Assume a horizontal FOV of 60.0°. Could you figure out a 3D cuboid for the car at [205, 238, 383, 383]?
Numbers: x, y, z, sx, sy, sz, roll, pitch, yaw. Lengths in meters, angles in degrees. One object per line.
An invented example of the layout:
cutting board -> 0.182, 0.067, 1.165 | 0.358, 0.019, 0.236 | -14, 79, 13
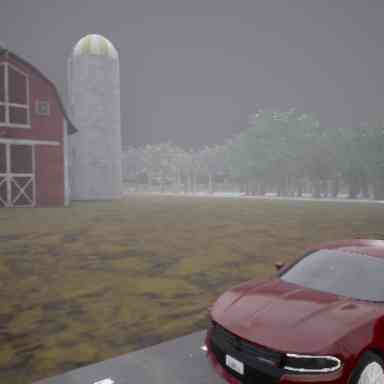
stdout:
car -> 2.463, 1.472, 4.826 | 5.008, 1.535, 1.882 | 0, 0, -35
